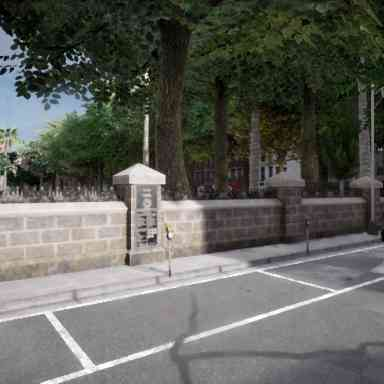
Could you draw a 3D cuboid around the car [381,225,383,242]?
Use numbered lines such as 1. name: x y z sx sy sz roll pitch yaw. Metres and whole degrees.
1. car: 9.700 1.310 13.463 5.009 1.841 2.192 0 0 -36
